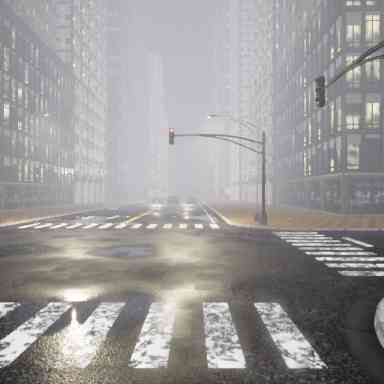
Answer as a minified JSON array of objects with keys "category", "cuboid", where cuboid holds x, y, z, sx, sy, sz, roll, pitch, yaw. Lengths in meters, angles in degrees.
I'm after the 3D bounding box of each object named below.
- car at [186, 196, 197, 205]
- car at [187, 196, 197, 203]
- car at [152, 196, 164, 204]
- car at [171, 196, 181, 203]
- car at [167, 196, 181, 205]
[{"category":"car","cuboid":[-0.046,1.703,60.537,1.895,1.301,4.718,0,0,0]},{"category":"car","cuboid":[-0.054,1.541,70.510,1.994,1.385,4.181,0,0,0]},{"category":"car","cuboid":[-6.550,1.608,64.255,2.128,1.511,4.902,0,0,0]},{"category":"car","cuboid":[-3.304,1.565,70.121,1.895,1.301,4.718,0,0,0]},{"category":"car","cuboid":[-3.296,1.453,60.060,2.097,1.767,4.553,0,0,0]}]
